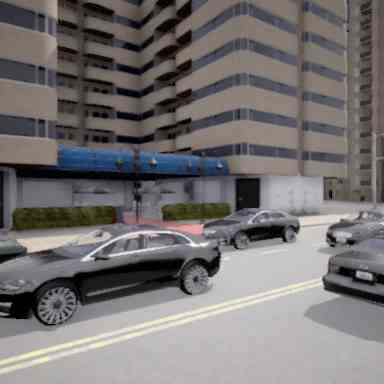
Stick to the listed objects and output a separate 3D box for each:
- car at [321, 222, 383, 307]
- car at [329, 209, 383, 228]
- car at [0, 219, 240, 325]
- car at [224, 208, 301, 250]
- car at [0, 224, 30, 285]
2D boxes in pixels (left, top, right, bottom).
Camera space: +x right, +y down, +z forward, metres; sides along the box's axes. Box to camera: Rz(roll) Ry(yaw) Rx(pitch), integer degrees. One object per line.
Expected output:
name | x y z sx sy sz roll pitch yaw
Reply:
car | 5.115 1.534 7.396 5.357 1.411 2.033 0 0 -35
car | 7.406 1.469 13.468 4.902 1.511 2.128 0 0 -35
car | -1.564 1.488 7.154 4.902 1.511 2.128 0 0 -35
car | 2.635 1.475 14.399 4.902 1.511 2.128 0 0 -35
car | -6.596 1.603 7.876 4.718 1.301 1.895 0 0 -35
